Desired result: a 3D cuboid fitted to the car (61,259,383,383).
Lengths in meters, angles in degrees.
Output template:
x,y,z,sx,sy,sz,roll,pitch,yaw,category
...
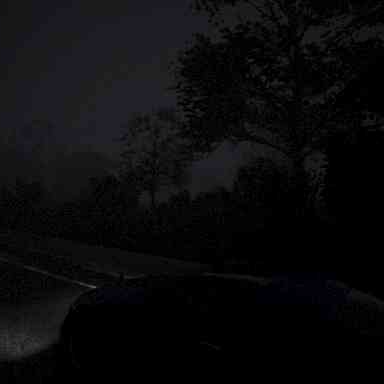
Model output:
x,y,z,sx,sy,sz,roll,pitch,yaw,category
0.454,1.531,3.795,4.674,1.442,1.812,0,0,36,car
